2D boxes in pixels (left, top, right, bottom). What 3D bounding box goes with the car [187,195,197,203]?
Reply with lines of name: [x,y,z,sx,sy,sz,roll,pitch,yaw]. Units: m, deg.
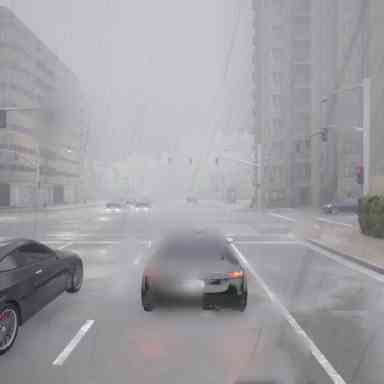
car: [-0.049,1.352,69.755,2.097,1.767,4.553,0,0,0]

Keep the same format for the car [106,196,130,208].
car: [-10.687,1.548,47.058,2.033,1.411,5.357,0,0,0]

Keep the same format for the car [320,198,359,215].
car: [15.512,1.352,33.754,4.553,1.767,2.097,0,0,1]

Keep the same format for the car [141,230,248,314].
car: [0.049,1.564,7.714,1.994,1.385,4.181,0,0,0]

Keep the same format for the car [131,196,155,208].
car: [-7.179,1.548,49.596,2.033,1.411,5.357,0,0,0]

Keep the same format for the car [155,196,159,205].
car: [-7.183,1.505,60.699,1.837,1.490,4.892,0,0,0]

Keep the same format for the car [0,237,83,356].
car: [-3.460,1.526,5.912,1.812,1.442,4.674,0,0,0]

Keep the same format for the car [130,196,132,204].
car: [-10.692,1.506,57.437,1.837,1.490,4.892,0,0,0]
